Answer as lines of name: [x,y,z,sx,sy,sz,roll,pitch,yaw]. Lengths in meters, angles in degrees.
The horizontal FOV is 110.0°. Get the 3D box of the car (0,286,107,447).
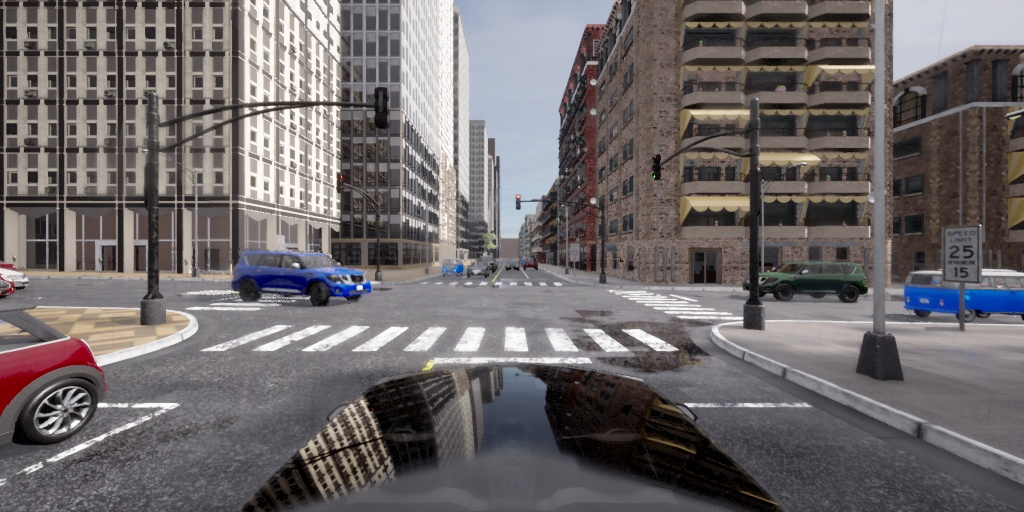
car: [-5.691,1.190,2.349,1.967,1.591,4.097,0,0,0]

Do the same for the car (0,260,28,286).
car: [-21.156,0.818,13.104,4.097,1.591,1.967,0,0,0]

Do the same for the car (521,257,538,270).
car: [2.652,1.079,51.483,2.192,1.841,5.009,0,0,0]

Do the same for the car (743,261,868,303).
car: [15.446,1.297,19.004,5.566,2.045,2.150,1,0,0]

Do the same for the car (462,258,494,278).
car: [-3.126,1.247,33.957,2.128,1.511,4.902,0,0,0]

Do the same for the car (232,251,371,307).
car: [-8.587,0.841,14.672,5.566,2.045,2.150,1,0,15]

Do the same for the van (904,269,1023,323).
van: [16.904,1.453,13.083,3.998,1.789,1.690,0,0,0]

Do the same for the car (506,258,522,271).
car: [0.063,1.365,49.942,1.895,1.301,4.718,0,0,0]

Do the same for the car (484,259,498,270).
car: [-3.126,1.244,54.166,1.882,1.535,5.008,0,0,0]

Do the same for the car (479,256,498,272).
car: [-3.131,0.982,43.850,2.150,2.045,5.566,0,0,0]

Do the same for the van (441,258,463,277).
van: [-5.715,1.097,34.823,1.690,1.789,3.998,0,0,0]

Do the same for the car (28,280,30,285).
car: [-24.293,0.840,15.683,4.674,1.442,1.812,1,0,0]
